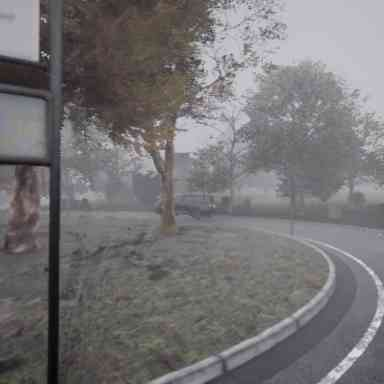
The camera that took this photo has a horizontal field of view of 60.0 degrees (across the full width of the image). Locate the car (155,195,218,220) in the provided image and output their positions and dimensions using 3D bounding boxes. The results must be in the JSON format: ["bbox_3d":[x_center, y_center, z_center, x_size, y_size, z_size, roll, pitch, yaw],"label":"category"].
[{"bbox_3d":[-0.501,1.246,28.888,5.566,2.045,2.150,1,-1,29],"label":"car"}]
